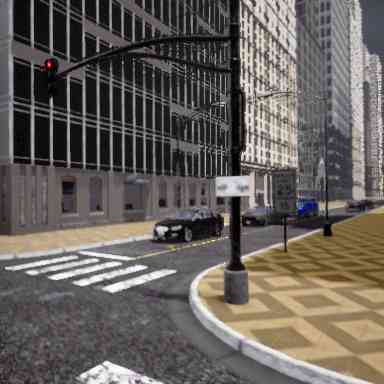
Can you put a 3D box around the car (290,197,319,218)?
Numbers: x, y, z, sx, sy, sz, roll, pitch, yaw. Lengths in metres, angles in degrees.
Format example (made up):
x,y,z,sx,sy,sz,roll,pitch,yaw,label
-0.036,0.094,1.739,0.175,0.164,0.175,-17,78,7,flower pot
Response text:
x,y,z,sx,sy,sz,roll,pitch,yaw,label
11.539,1.514,34.663,2.150,2.045,5.566,-1,-1,35,car

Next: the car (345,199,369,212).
x,y,z,sx,sy,sz,roll,pitch,yaw,label
21.040,1.789,42.897,2.128,1.511,4.902,-1,-1,34,car

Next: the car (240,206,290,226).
x,y,z,sx,sy,sz,roll,pitch,yaw,label
5.494,1.790,25.844,2.033,1.411,5.357,-1,-1,35,car

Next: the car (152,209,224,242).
x,y,z,sx,sy,sz,roll,pitch,yaw,label
-0.084,1.688,17.698,2.128,1.511,4.902,-1,-1,34,car

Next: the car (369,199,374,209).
x,y,z,sx,sy,sz,roll,pitch,yaw,label
26.899,1.850,51.460,1.837,1.490,4.892,-1,-1,34,car
